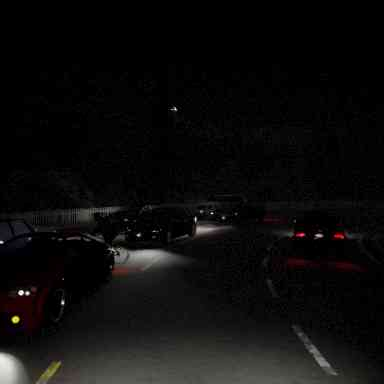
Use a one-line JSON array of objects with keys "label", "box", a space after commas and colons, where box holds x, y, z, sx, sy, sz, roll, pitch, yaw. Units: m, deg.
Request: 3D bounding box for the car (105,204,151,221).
[{"label": "car", "box": [-3.226, 1.491, 19.919, 2.128, 1.511, 4.902, 0, 0, 27]}]

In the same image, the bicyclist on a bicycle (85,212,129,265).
[{"label": "bicyclist on a bicycle", "box": [-2.740, 1.454, 10.265, 1.656, 1.620, 0.582, -1, 0, 10]}]

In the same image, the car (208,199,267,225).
[{"label": "car", "box": [3.709, 1.491, 24.466, 2.128, 1.511, 4.902, 0, 0, 40]}]

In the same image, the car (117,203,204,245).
[{"label": "car", "box": [-1.265, 1.505, 15.691, 1.837, 1.490, 4.892, 0, 0, 21]}]

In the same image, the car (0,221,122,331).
[{"label": "car", "box": [-3.125, 1.564, 6.936, 1.994, 1.385, 4.181, 0, 0, 6]}]

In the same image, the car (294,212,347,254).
[{"label": "car", "box": [5.227, 1.547, 13.707, 2.033, 1.411, 5.357, 0, 0, 20]}]

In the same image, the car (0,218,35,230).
[{"label": "car", "box": [-6.287, 1.547, 10.286, 2.033, 1.411, 5.357, 0, 0, 9]}]

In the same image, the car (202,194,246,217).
[{"label": "car", "box": [2.661, 1.221, 28.598, 2.150, 2.045, 5.566, 0, 0, 44]}]
